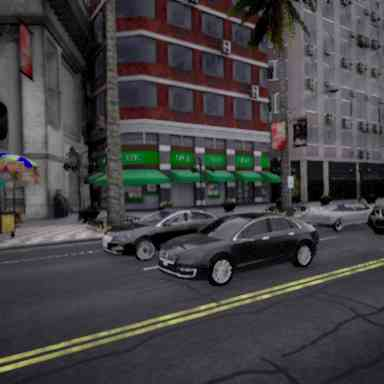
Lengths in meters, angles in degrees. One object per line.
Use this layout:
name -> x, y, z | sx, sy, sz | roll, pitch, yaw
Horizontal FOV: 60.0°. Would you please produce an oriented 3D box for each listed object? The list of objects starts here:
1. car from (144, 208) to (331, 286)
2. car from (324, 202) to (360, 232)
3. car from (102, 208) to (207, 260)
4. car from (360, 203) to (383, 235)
car -> 1.407, 1.351, 9.052 | 4.892, 1.490, 1.837 | -2, 1, -33
car -> 7.819, 1.199, 17.398 | 4.718, 1.301, 1.895 | -2, 1, -32
car -> -0.708, 1.341, 11.849 | 4.902, 1.511, 2.128 | -2, 1, -34
car -> 10.271, 0.806, 14.829 | 5.566, 2.045, 2.150 | -2, 1, -32
